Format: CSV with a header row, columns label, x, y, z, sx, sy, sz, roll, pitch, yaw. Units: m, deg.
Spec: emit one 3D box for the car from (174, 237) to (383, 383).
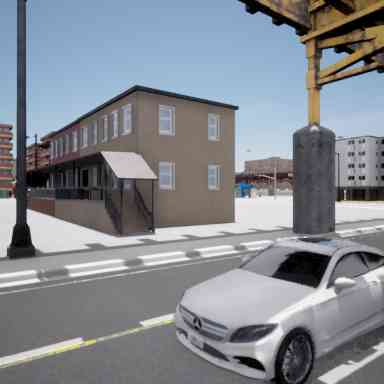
label,x,y,z,sx,sy,sz,roll,pitch,yaw
car,1.921,1.526,5.418,4.674,1.442,1.812,0,0,-36
